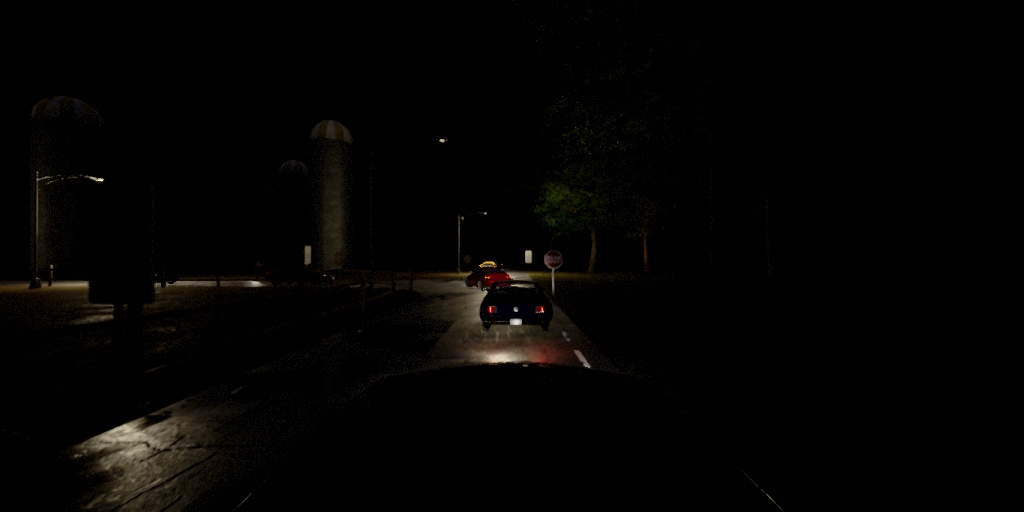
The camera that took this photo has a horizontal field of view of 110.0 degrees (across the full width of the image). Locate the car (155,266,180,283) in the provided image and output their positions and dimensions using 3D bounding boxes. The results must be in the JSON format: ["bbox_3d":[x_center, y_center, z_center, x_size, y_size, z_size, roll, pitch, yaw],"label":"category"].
[{"bbox_3d":[-27.287,1.293,26.245,5.008,1.535,1.882,0,0,0],"label":"car"}]

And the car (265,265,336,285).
[{"bbox_3d":[-15.488,1.370,26.373,4.674,1.442,1.812,0,0,-2],"label":"car"}]

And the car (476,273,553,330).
[{"bbox_3d":[0.108,1.399,11.325,1.895,1.301,4.718,0,0,0],"label":"car"}]

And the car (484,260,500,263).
[{"bbox_3d":[-2.826,1.481,43.838,1.882,1.535,5.008,0,0,0],"label":"car"}]

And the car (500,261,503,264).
[{"bbox_3d":[-2.806,1.605,55.016,2.128,1.511,4.902,0,-1,0],"label":"car"}]

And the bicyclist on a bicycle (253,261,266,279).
[{"bbox_3d":[-22.726,1.297,32.254,0.582,1.620,1.656,0,0,0],"label":"bicyclist on a bicycle"}]

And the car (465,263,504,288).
[{"bbox_3d":[-1.592,1.385,22.810,1.812,1.442,4.674,0,-1,-22],"label":"car"}]
